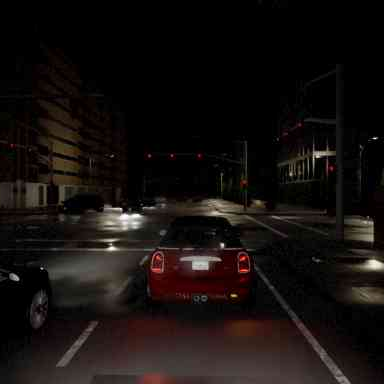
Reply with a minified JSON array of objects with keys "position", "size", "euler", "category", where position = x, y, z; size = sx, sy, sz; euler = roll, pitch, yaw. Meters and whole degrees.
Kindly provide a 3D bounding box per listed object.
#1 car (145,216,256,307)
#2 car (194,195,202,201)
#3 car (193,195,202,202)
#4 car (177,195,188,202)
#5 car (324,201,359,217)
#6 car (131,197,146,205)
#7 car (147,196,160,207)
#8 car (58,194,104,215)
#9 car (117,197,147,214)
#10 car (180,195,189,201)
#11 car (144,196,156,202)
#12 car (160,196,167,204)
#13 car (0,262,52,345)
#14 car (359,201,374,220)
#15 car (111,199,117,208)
[{"position":[0.223,1.352,8.139],"size":[2.097,1.767,4.553],"euler":[0,0,2],"category":"car"},{"position":[1.576,1.478,84.013],"size":[1.882,1.535,5.008],"euler":[0,0,2],"category":"car"},{"position":[1.271,1.478,73.859],"size":[1.882,1.535,5.008],"euler":[0,0,2],"category":"car"},{"position":[-2.228,1.524,73.881],"size":[2.128,1.511,4.902],"euler":[0,0,2],"category":"car"},{"position":[14.516,1.547,30.045],"size":[4.902,1.511,2.128],"euler":[0,0,1],"category":"car"},{"position":[-9.695,1.601,60.759],"size":[1.895,1.301,4.718],"euler":[0,0,2],"category":"car"},{"position":[-6.518,1.547,50.448],"size":[2.033,1.411,5.357],"euler":[0,0,2],"category":"car"},{"position":[-11.471,1.241,34.996],"size":[2.150,2.045,5.566],"euler":[0,0,19],"category":"car"},{"position":[-6.449,1.501,36.231],"size":[2.128,1.511,4.902],"euler":[0,0,-3],"category":"car"},{"position":[-1.927,1.540,83.967],"size":[2.033,1.411,5.357],"euler":[0,0,2],"category":"car"},{"position":[-9.244,1.544,73.592],"size":[1.994,1.385,4.181],"euler":[0,0,2],"category":"car"},{"position":[-6.057,1.526,64.574],"size":[1.812,1.442,4.674],"euler":[0,0,2],"category":"car"},{"position":[-3.395,1.492,3.911],"size":[2.128,1.511,4.902],"euler":[0,0,1],"category":"car"},{"position":[16.702,1.603,26.497],"size":[5.357,1.411,2.033],"euler":[0,0,1],"category":"car"},{"position":[-10.089,1.564,47.444],"size":[1.994,1.385,4.181],"euler":[0,0,1],"category":"car"}]
